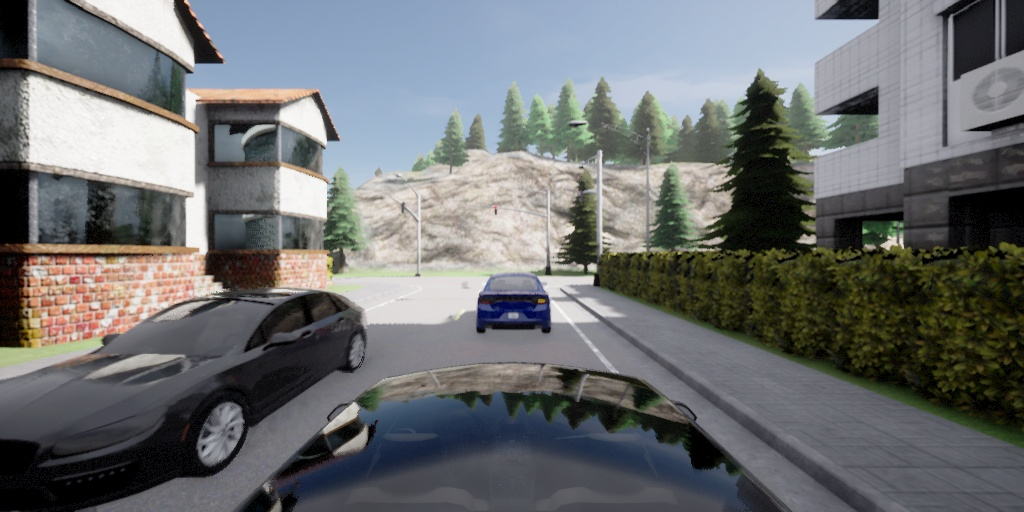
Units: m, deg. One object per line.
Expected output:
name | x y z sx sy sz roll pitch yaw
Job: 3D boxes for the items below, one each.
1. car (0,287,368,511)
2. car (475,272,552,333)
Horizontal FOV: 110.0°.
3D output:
car | -3.590 1.245 4.804 1.837 1.490 4.892 0 0 0
car | 0.056 1.201 10.631 1.882 1.535 5.008 0 0 1
